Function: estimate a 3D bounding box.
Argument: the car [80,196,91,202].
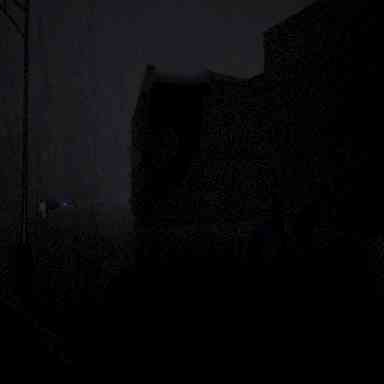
[{"bbox_3d":[-27.407,1.753,85.688,2.128,1.511,4.902,1,0,-7],"label":"car"}]

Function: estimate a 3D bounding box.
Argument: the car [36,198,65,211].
[{"bbox_3d":[-18.559,1.601,42.980,2.128,1.511,4.902,1,0,-6],"label":"car"}]

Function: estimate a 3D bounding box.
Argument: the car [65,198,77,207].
[{"bbox_3d":[-19.902,1.685,53.484,1.812,1.442,4.674,1,0,-7],"label":"car"}]
